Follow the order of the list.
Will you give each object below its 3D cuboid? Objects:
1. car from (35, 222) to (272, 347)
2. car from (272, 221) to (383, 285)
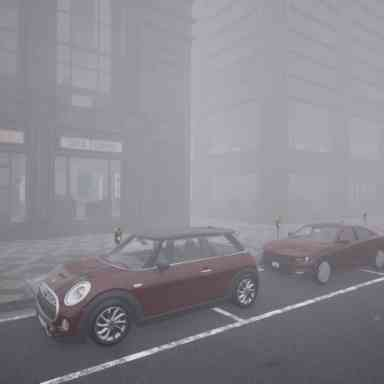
[{"bbox_3d":[-0.686,1.440,6.263,4.097,1.590,1.967,0,1,-35],"label":"car"},{"bbox_3d":[3.893,1.545,9.530,4.507,1.381,1.887,0,1,-35],"label":"car"}]
